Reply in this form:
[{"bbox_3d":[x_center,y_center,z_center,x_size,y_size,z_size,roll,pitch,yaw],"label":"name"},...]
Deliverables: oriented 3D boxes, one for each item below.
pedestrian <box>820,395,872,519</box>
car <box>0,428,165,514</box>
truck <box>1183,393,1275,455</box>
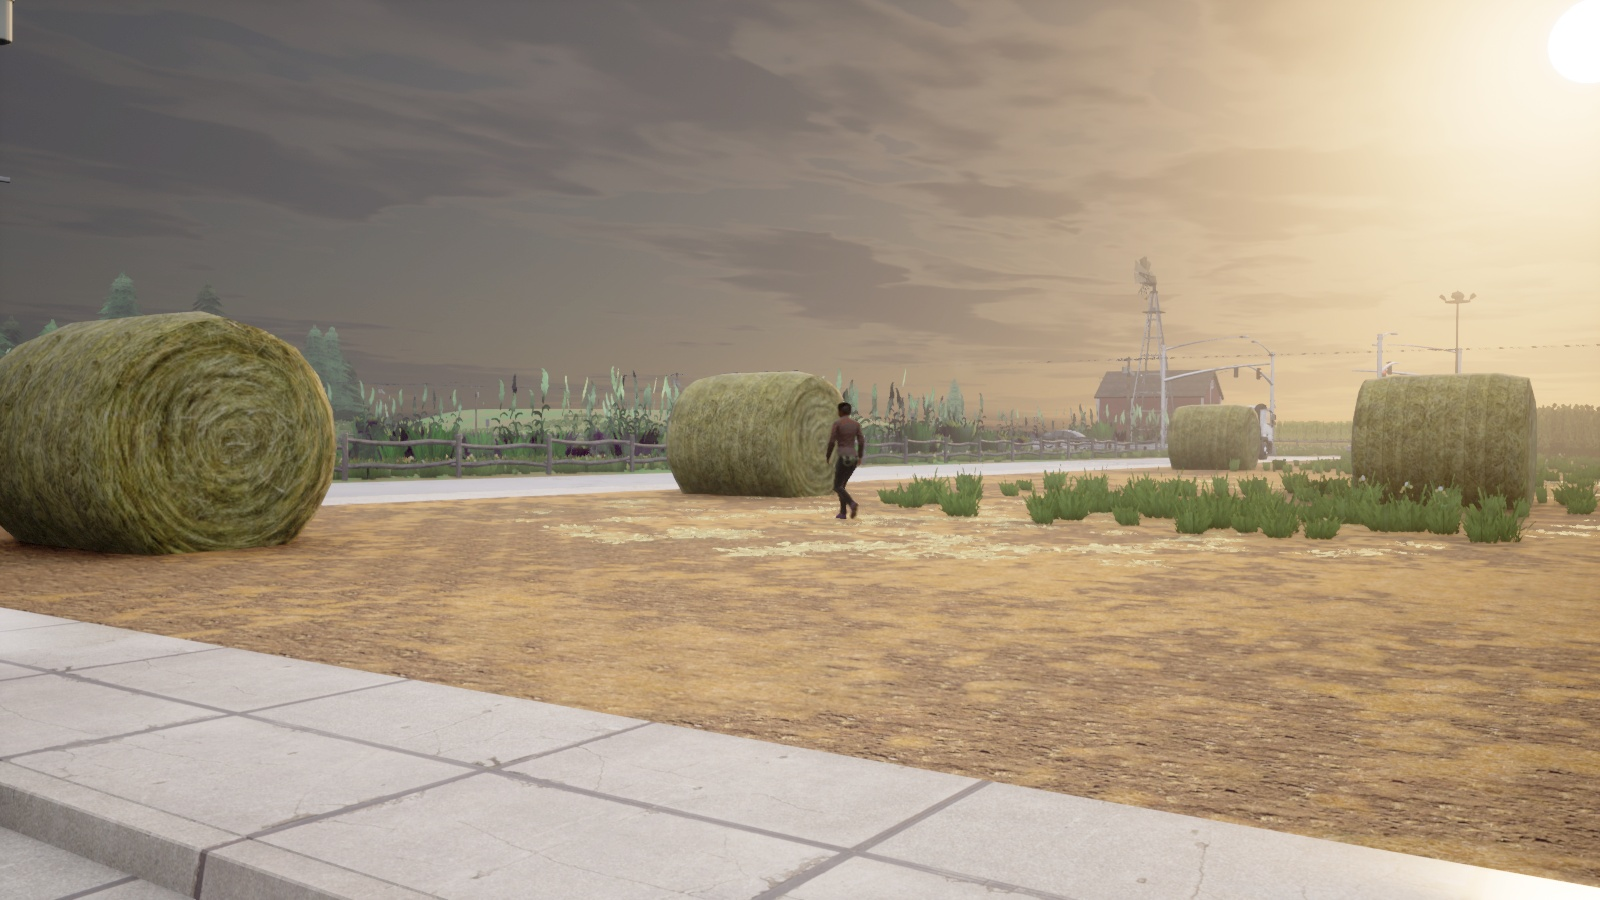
[{"bbox_3d":[0.679,0.098,18.651,0.328,1.805,0.869,-1,1,-31],"label":"pedestrian"},{"bbox_3d":[-15.257,0.388,25.279,1.851,1.617,3.988,0,1,36],"label":"car"},{"bbox_3d":[25.712,-1.542,74.990,2.891,3.462,7.936,0,1,36],"label":"truck"}]
